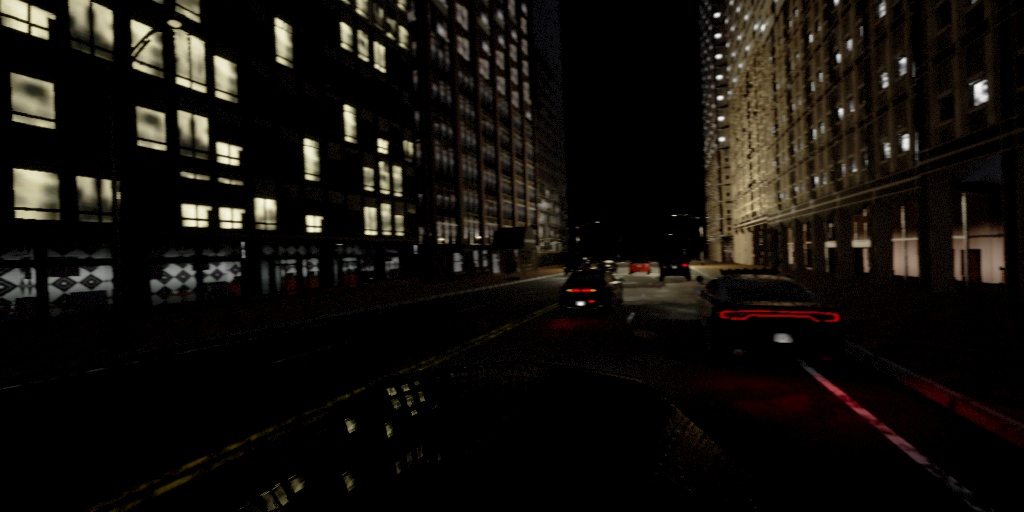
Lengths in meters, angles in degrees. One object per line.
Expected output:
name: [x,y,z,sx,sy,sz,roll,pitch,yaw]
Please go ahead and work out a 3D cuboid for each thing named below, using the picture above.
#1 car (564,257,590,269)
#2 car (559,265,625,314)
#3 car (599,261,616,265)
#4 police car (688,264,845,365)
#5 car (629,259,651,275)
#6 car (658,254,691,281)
car: [7.542,1.184,41.020,2.150,2.045,5.566,-2,-1,24]
car: [3.231,1.296,14.130,1.837,1.490,4.892,-2,0,23]
car: [10.548,1.336,39.767,2.128,1.511,4.902,-2,-1,24]
police car: [5.244,1.074,7.982,1.930,1.638,5.238,-2,-1,23]
car: [14.148,1.070,39.459,2.097,1.767,4.553,-2,-1,23]
car: [12.772,0.859,28.244,2.150,2.045,5.566,-2,0,24]
